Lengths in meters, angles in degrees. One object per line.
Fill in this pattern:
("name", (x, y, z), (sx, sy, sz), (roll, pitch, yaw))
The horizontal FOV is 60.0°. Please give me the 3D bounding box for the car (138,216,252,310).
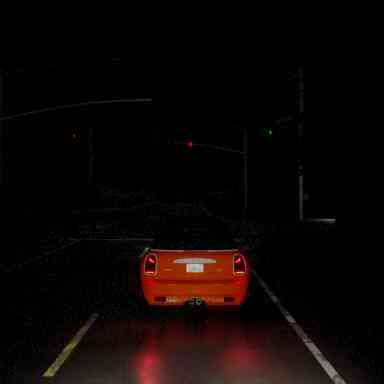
("car", (0.058, 1.352, 7.954), (2.097, 1.767, 4.553), (0, 0, 0))
